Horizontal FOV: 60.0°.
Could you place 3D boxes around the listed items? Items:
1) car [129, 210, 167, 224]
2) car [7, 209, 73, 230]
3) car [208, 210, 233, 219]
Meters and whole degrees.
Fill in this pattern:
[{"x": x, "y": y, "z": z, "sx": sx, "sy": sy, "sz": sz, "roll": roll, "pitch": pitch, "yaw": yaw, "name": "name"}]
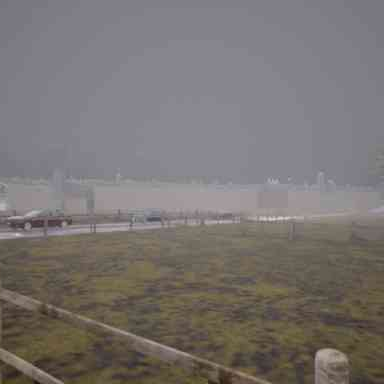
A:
[{"x": -4.801, "y": 2.693, "z": 36.508, "sx": 2.128, "sy": 1.511, "sz": 4.902, "roll": 1, "pitch": -2, "yaw": 35, "name": "car"}, {"x": -11.876, "y": 2.144, "z": 26.234, "sx": 1.882, "sy": 1.535, "sz": 5.008, "roll": 1, "pitch": -2, "yaw": 34, "name": "car"}, {"x": 4.314, "y": 3.375, "z": 49.631, "sx": 1.882, "sy": 1.535, "sz": 5.008, "roll": 1, "pitch": -3, "yaw": 35, "name": "car"}]
